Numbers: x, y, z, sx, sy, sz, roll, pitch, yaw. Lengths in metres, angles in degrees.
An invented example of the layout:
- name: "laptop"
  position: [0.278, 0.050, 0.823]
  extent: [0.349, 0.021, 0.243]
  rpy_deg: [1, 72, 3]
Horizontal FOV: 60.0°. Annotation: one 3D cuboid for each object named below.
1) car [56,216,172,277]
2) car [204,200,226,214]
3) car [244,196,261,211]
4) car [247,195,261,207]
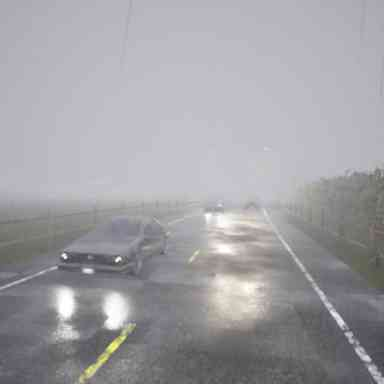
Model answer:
- name: "car"
  position: [-1.993, 1.481, 10.451]
  extent: [2.033, 1.411, 5.357]
  rpy_deg: [2, 0, 10]
- name: "car"
  position: [2.550, 1.574, 35.768]
  extent: [1.994, 1.385, 4.181]
  rpy_deg: [1, 0, 11]
- name: "car"
  position: [7.823, 1.633, 43.697]
  extent: [1.837, 1.490, 4.892]
  rpy_deg: [2, 0, 11]
- name: "car"
  position: [10.291, 1.515, 55.342]
  extent: [2.097, 1.767, 4.553]
  rpy_deg: [1, 0, 8]
